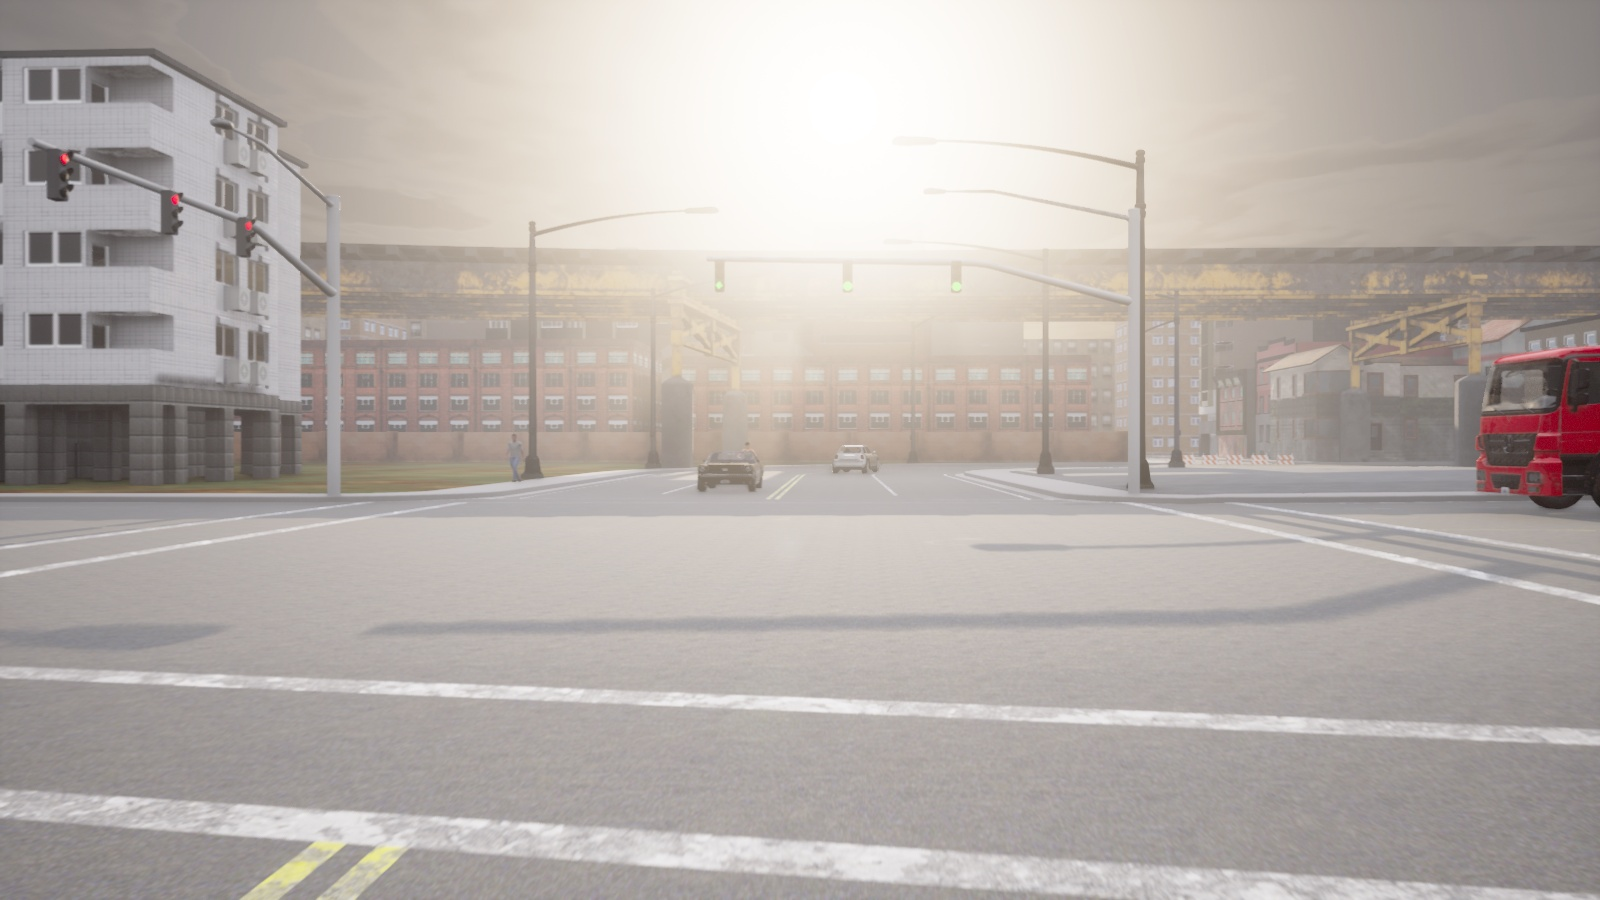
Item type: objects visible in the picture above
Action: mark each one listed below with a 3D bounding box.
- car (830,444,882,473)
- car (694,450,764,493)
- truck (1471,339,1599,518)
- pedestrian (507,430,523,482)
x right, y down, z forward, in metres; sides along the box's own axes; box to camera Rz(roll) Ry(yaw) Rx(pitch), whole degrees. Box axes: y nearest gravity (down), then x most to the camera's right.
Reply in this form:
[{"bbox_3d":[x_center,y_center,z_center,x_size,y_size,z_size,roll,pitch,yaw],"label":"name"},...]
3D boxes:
[{"bbox_3d":[3.016,0.445,66.794,1.970,1.475,3.806,0,0,16],"label":"car"},{"bbox_3d":[-2.295,0.676,41.765,1.895,1.301,4.718,0,0,2],"label":"car"},{"bbox_3d":[18.457,-0.455,25.586,7.936,3.462,2.891,-1,0,2],"label":"truck"},{"bbox_3d":[-10.217,0.212,44.996,0.354,1.836,0.706,0,0,6],"label":"pedestrian"}]
